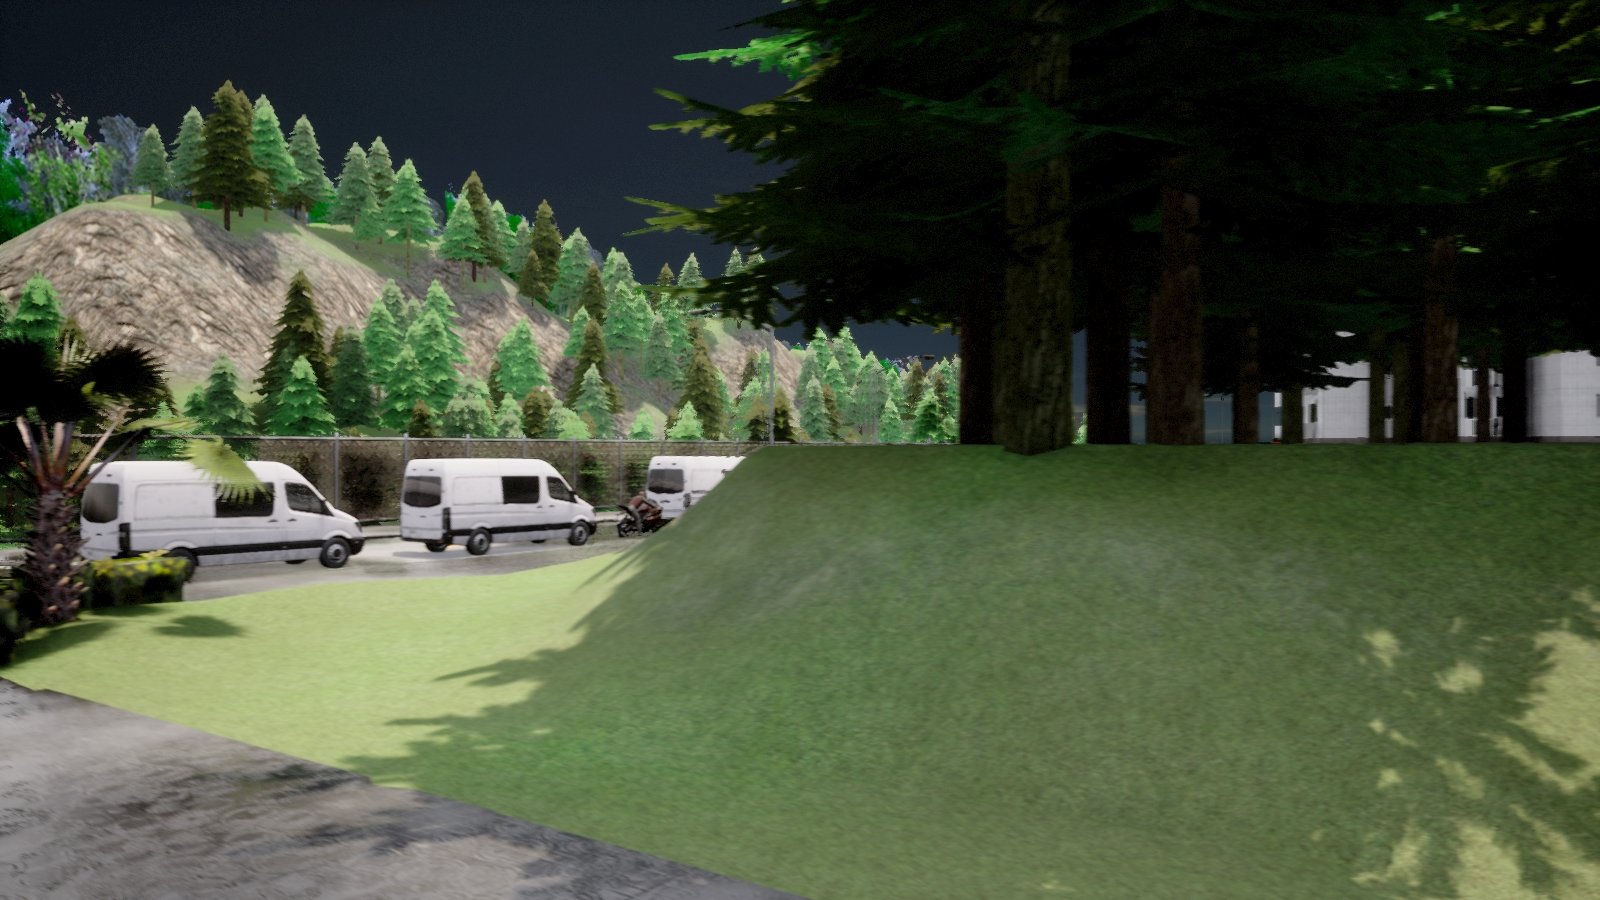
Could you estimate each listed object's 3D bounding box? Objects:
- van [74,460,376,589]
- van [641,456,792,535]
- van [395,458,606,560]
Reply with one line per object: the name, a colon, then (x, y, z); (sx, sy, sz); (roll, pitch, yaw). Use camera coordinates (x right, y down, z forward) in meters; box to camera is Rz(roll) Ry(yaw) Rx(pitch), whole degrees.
van: (-12.845, 1.524, 26.002); (1.988, 2.561, 5.915); (0, 0, 35)
van: (-2.821, 1.511, 40.210); (1.988, 2.561, 5.915); (0, -1, 35)
van: (-8.280, 1.524, 32.264); (1.988, 2.561, 5.915); (0, 0, 34)
